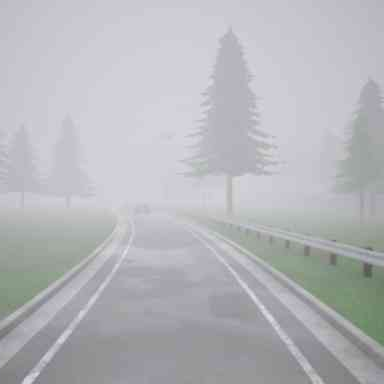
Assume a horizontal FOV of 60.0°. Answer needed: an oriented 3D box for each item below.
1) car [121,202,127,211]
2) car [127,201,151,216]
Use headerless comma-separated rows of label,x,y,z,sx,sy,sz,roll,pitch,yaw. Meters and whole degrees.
car,-9.420,2.102,49.871,1.994,1.385,4.181,0,-1,-17
car,-5.927,1.898,38.267,2.128,1.511,4.902,0,-1,-16
